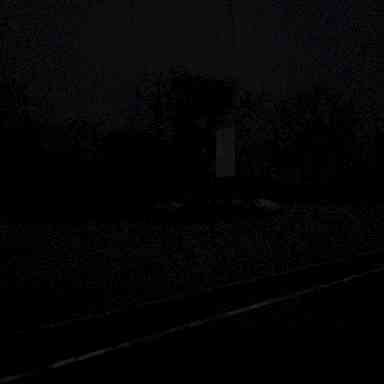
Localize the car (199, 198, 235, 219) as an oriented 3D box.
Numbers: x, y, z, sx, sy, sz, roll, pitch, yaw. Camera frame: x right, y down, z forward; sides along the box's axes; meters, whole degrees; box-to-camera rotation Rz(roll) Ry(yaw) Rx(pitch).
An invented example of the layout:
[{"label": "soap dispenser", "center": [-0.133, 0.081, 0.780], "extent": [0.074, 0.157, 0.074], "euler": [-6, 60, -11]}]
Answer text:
[{"label": "car", "center": [0.822, 1.321, 27.126], "extent": [2.231, 1.521, 4.892], "euler": [-1, 0, -35]}]

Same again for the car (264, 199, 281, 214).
[{"label": "car", "center": [6.049, 1.310, 30.857], "extent": [2.002, 1.452, 4.674], "euler": [-1, 0, -35]}]

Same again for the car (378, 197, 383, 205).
[{"label": "car", "center": [29.245, 1.055, 47.389], "extent": [2.097, 1.535, 5.008], "euler": [0, 0, -35]}]

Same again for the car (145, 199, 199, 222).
[{"label": "car", "center": [-1.847, 1.386, 25.227], "extent": [2.002, 1.452, 4.674], "euler": [-1, 0, -35]}]

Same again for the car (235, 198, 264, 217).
[{"label": "car", "center": [3.481, 1.295, 29.036], "extent": [2.097, 1.535, 5.008], "euler": [-1, 0, -35]}]
